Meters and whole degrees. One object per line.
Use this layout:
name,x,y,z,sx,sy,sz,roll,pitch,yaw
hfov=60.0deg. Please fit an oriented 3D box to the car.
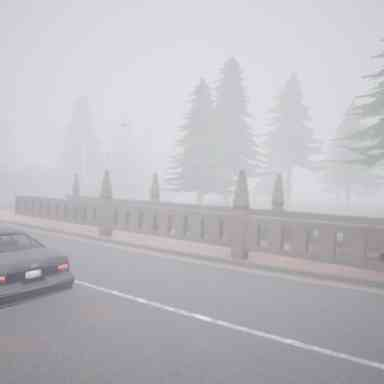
car,-4.832,1.400,7.360,5.357,1.411,2.033,3,2,36
